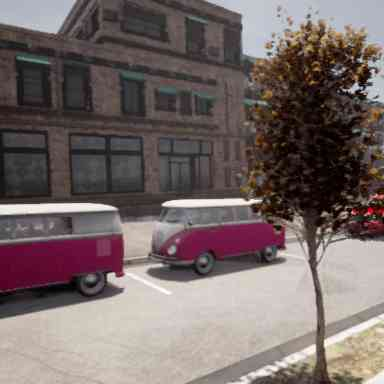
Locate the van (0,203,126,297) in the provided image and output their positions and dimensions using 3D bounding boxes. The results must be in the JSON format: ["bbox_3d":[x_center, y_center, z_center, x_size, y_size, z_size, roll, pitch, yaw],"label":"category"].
[{"bbox_3d":[-3.719,1.254,6.890,4.442,1.987,1.878,-1,0,-35],"label":"van"}]

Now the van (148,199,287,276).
[{"bbox_3d":[0.815,1.211,10.085,4.442,1.987,1.878,-1,0,-35],"label":"van"}]

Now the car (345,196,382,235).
[{"bbox_3d":[9.952,1.088,16.528,5.566,2.045,2.435,-1,0,-35],"label":"car"}]
